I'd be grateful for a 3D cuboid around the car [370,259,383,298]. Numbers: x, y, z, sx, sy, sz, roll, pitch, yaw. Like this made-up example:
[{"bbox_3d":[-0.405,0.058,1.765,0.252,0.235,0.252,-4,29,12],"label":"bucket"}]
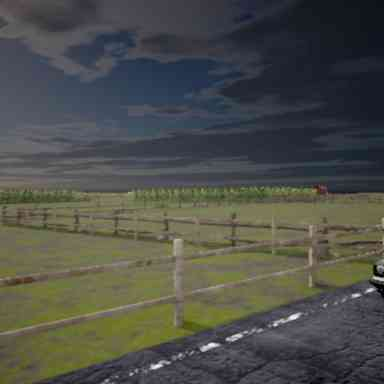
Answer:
[{"bbox_3d":[5.815,1.574,7.111,4.718,1.301,1.895,0,0,-35],"label":"car"}]
